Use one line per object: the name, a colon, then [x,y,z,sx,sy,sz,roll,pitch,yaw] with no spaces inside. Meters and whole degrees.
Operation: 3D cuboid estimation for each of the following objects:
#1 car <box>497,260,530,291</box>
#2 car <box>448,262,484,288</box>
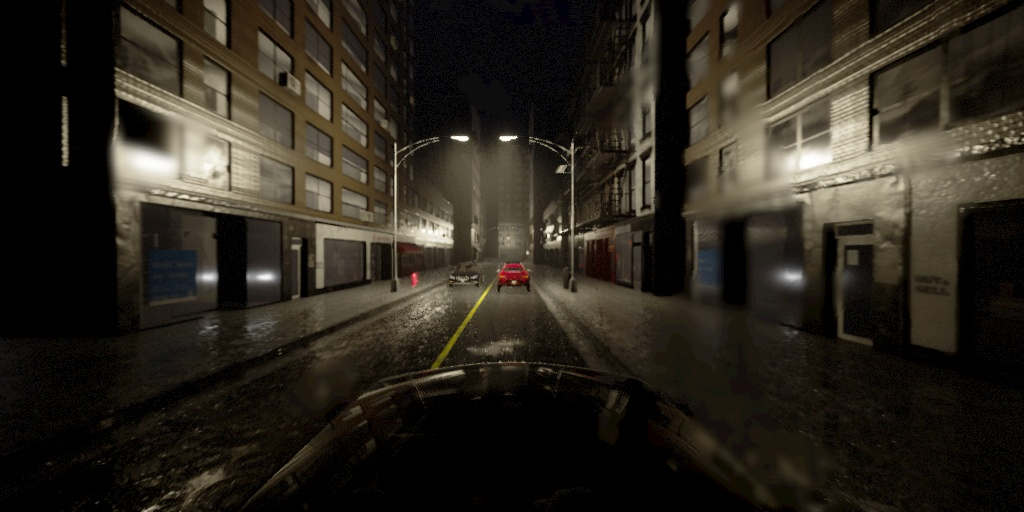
car: [0.100,1.192,21.110,1.812,1.442,4.674,0,0,0]
car: [-2.845,1.163,23.048,1.837,1.490,4.892,0,0,0]
